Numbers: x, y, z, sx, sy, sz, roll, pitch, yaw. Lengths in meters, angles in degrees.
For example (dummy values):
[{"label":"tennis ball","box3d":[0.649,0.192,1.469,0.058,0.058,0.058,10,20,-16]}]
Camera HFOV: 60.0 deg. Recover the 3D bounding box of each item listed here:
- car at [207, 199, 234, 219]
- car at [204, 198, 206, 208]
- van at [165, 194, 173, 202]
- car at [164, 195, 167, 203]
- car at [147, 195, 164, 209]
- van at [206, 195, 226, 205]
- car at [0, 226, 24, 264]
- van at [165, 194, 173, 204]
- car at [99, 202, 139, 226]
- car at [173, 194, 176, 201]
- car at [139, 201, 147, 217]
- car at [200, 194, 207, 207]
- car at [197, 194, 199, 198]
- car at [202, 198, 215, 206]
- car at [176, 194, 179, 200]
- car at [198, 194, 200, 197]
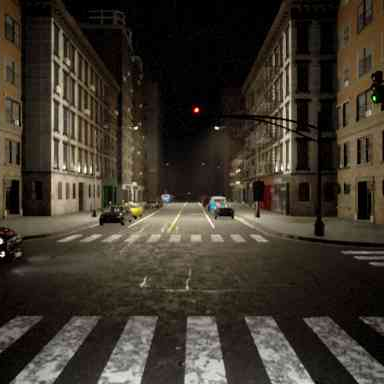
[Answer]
[{"label":"car","box3d":[2.683,1.596,29.118,2.008,1.369,4.403,0,0,0]},{"label":"car","box3d":[2.702,1.644,39.930,1.802,1.307,4.206,0,0,0]},{"label":"van","box3d":[-5.323,1.463,77.785,1.690,1.788,3.998,0,0,0]},{"label":"car","box3d":[-5.339,1.604,50.583,1.752,1.417,4.829,0,0,0]},{"label":"car","box3d":[-5.342,1.510,45.348,1.967,1.590,4.097,0,0,0]},{"label":"van","box3d":[2.693,1.395,34.524,1.690,1.788,3.998,0,0,0]},{"label":"car","box3d":[-7.596,1.335,9.918,4.553,1.767,2.097,1,0,-12]},{"label":"van","box3d":[-5.329,1.446,66.972,1.690,1.788,3.998,0,0,0]},{"label":"car","box3d":[-5.355,1.587,23.723,2.008,1.369,4.403,0,0,0]},{"label":"car","box3d":[-5.326,1.429,72.378,2.192,1.841,5.009,0,0,0]},{"label":"car","box3d":[-5.352,1.570,28.959,1.752,1.417,4.829,0,0,0]},{"label":"car","box3d":[2.721,1.394,50.743,2.192,1.841,5.009,0,0,0]},{"label":"car","box3d":[2.779,1.676,83.180,1.887,1.381,4.507,0,0,0]},{"label":"car","box3d":[2.731,1.654,56.149,1.947,1.339,4.313,0,0,0]},{"label":"car","box3d":[-5.316,1.690,88.597,2.008,1.369,4.403,0,0,0]},{"label":"car","box3d":[2.750,1.631,67.130,1.752,1.417,4.829,0,0,0]}]
